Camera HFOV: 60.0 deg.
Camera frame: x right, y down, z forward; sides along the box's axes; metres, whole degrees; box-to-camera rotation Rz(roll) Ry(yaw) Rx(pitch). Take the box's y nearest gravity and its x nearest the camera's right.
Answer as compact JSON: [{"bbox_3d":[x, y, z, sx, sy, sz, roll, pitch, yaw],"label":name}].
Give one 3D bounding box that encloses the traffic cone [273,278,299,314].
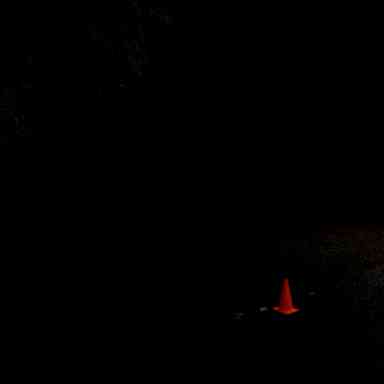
[{"bbox_3d":[1.772,1.929,6.270,0.340,0.580,0.340,0,0,-36],"label":"traffic cone"}]
